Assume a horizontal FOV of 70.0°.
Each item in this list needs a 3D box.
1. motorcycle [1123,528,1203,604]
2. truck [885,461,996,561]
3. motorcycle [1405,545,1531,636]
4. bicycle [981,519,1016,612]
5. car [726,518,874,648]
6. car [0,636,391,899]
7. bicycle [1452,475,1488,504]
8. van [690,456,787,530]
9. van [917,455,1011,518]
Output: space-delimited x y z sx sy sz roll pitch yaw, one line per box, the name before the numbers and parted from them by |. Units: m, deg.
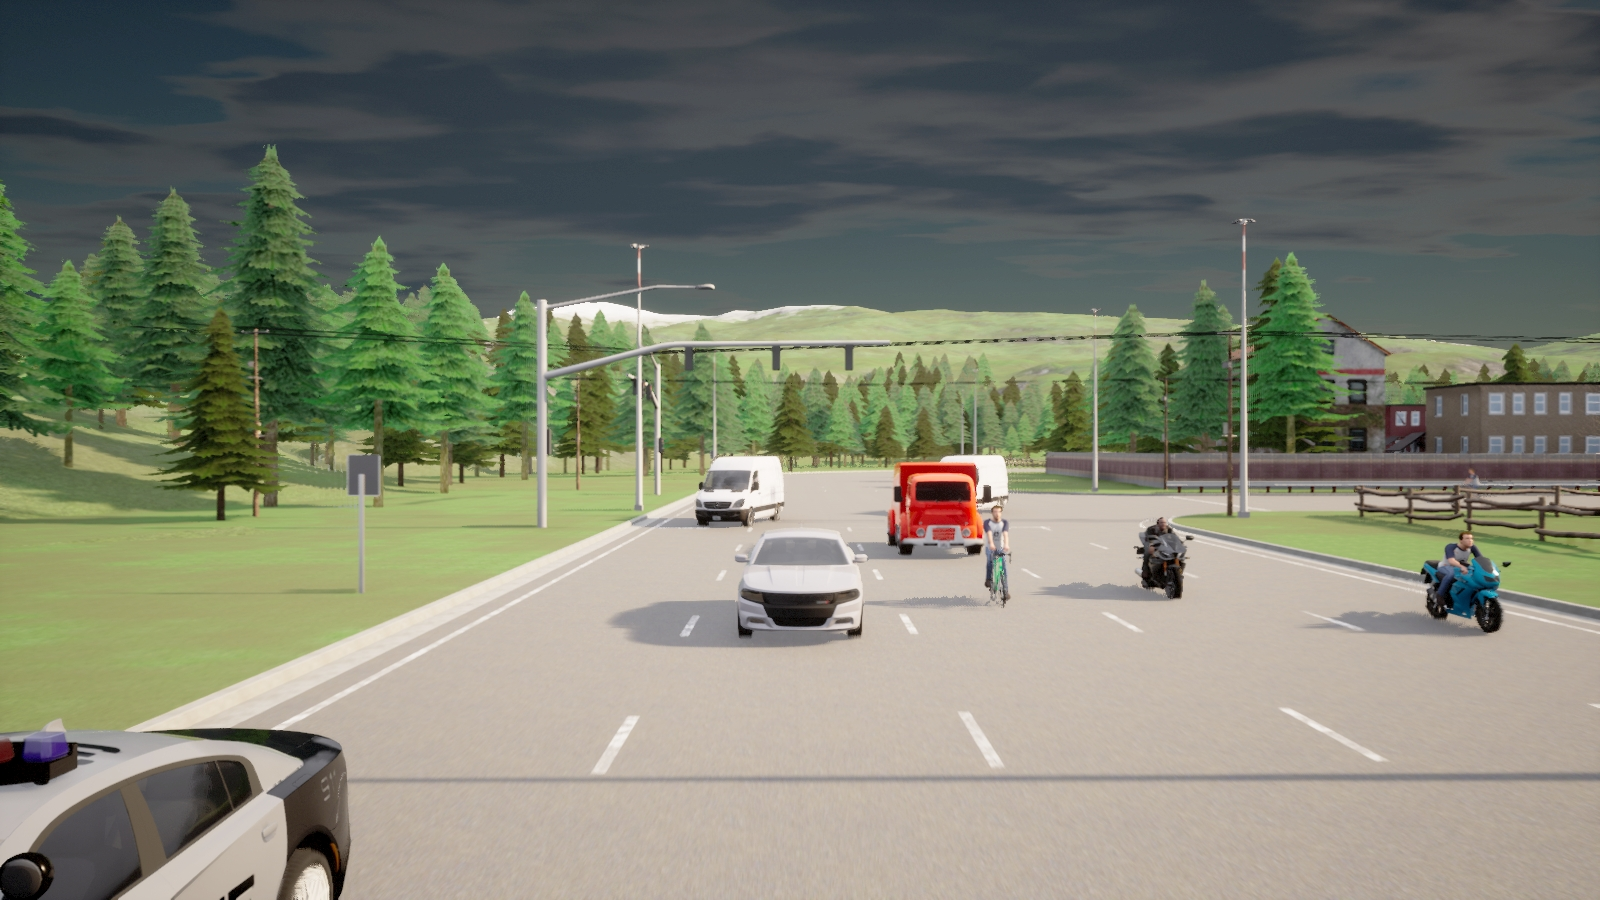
motorcycle | 7.005 2.205 22.167 0.867 1.251 2.209 0 0 0
truck | 3.751 1.566 31.603 2.627 2.467 5.204 0 0 2
motorcycle | 10.513 2.186 18.084 0.803 1.199 2.033 0 0 0
bicycle | 3.572 2.056 20.654 0.373 1.496 1.643 0 0 1
car | 0.020 2.034 18.662 2.097 1.535 5.006 0 0 0
car | -3.609 1.982 4.523 2.097 1.638 5.238 0 0 0
bicycle | 35.051 2.056 59.801 1.643 1.496 0.373 0 0 0
van | -2.232 1.534 43.354 1.988 2.561 5.915 0 0 14
van | 7.258 1.534 50.021 1.988 2.561 5.915 -1 -1 30
